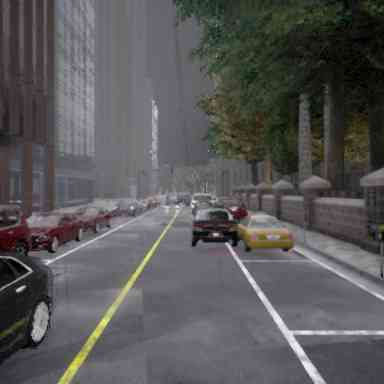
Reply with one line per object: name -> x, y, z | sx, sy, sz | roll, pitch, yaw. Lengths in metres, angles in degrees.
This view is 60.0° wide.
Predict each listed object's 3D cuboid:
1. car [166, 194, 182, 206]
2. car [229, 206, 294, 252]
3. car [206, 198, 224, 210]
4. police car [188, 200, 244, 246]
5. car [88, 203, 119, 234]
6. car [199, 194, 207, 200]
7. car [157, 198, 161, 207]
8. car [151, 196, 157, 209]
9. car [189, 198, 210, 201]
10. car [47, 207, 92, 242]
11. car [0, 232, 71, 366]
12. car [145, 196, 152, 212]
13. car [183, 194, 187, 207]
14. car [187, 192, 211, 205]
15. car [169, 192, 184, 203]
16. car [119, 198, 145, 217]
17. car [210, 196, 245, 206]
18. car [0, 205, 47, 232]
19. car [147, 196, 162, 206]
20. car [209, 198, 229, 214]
car -> -3.022, 1.402, 52.605 | 1.812, 1.442, 4.674 | 0, 0, 0
car -> 2.759, 1.489, 13.621 | 1.752, 1.417, 4.829 | 0, 0, 0
car -> 2.754, 1.467, 40.734 | 1.947, 1.339, 4.313 | 0, 0, 0
police car -> 0.897, 1.386, 15.108 | 1.930, 1.638, 5.238 | 0, 0, 0
car -> -5.767, 1.496, 18.902 | 1.887, 1.381, 4.507 | 0, 0, 0
car -> 2.746, 1.256, 83.616 | 1.967, 1.590, 4.097 | 0, 0, 0
car -> -5.772, 1.330, 46.187 | 1.967, 1.590, 4.097 | 0, 0, 0
car -> -5.771, 1.446, 40.730 | 1.887, 1.381, 4.507 | 0, 0, 0
car -> 0.895, 1.443, 24.998 | 1.837, 1.490, 4.892 | 0, 0, 0
car -> -5.765, 1.509, 13.445 | 1.887, 1.381, 4.507 | 0, 0, 0
car -> -3.101, 1.495, 3.430 | 1.837, 1.490, 4.892 | 0, 0, 0
car -> -5.770, 1.465, 35.273 | 2.008, 1.369, 4.403 | 0, 0, 0
car -> -0.010, 1.408, 49.850 | 1.812, 1.442, 4.674 | 0, 0, 0
car -> 0.894, 1.148, 31.028 | 2.150, 2.045, 5.566 | 0, 0, 0
car -> -1.630, 1.208, 60.945 | 2.097, 1.767, 4.553 | 1, 0, -38
car -> -5.769, 1.366, 29.816 | 1.967, 1.590, 4.097 | 0, 0, 0
car -> 2.757, 1.253, 24.364 | 2.192, 1.841, 5.009 | 0, 0, 0
car -> -5.764, 1.293, 7.988 | 2.192, 1.841, 5.009 | 0, 0, 0
car -> -5.773, 1.404, 51.474 | 1.752, 1.417, 4.829 | 0, 0, 0
car -> 2.755, 1.439, 35.447 | 1.752, 1.417, 4.829 | 0, 0, 0
